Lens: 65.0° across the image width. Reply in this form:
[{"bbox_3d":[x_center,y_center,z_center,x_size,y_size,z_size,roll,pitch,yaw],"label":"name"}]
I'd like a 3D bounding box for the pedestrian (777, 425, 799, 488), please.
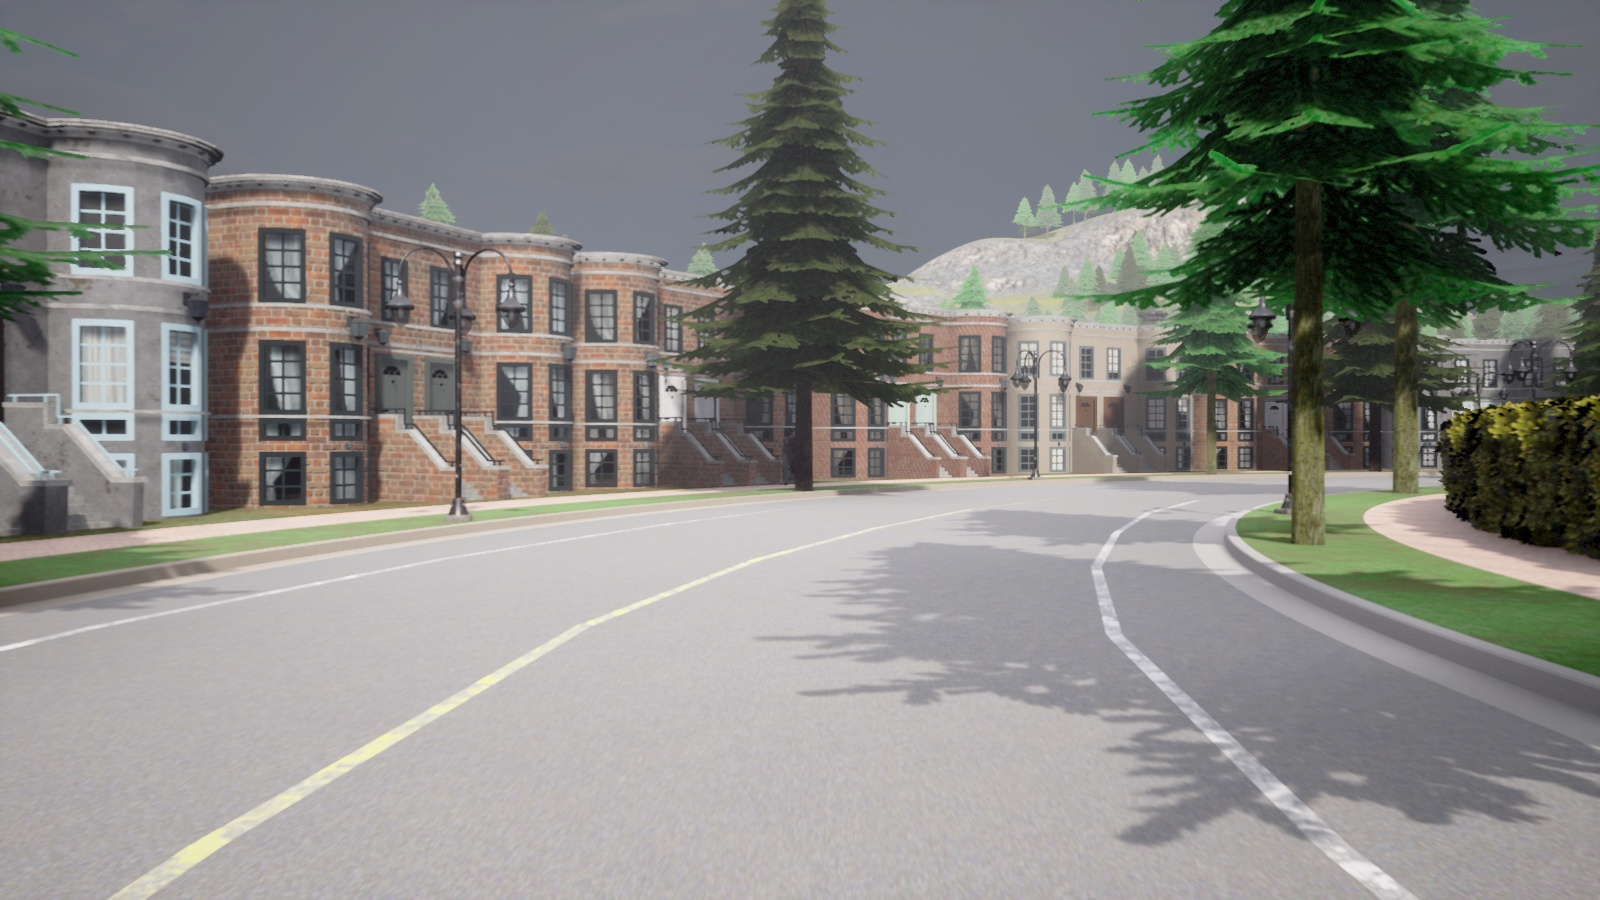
[{"bbox_3d":[-0.367,0.190,38.899,0.402,1.930,0.666,0,0,31],"label":"pedestrian"}]
